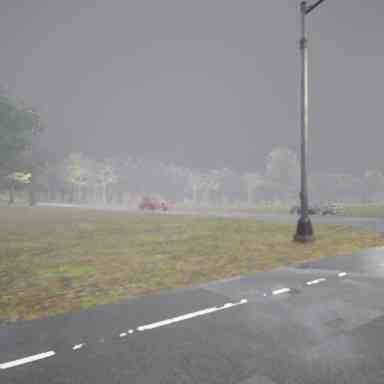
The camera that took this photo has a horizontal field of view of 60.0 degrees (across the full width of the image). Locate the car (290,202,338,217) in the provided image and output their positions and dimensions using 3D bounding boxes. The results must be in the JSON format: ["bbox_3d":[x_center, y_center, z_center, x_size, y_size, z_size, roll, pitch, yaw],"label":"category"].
[{"bbox_3d":[12.261,1.760,33.815,2.128,1.511,4.902,2,-2,-36],"label":"car"}]

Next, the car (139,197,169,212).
[{"bbox_3d":[-5.416,1.679,46.469,2.150,2.045,5.566,2,-2,-36],"label":"car"}]
